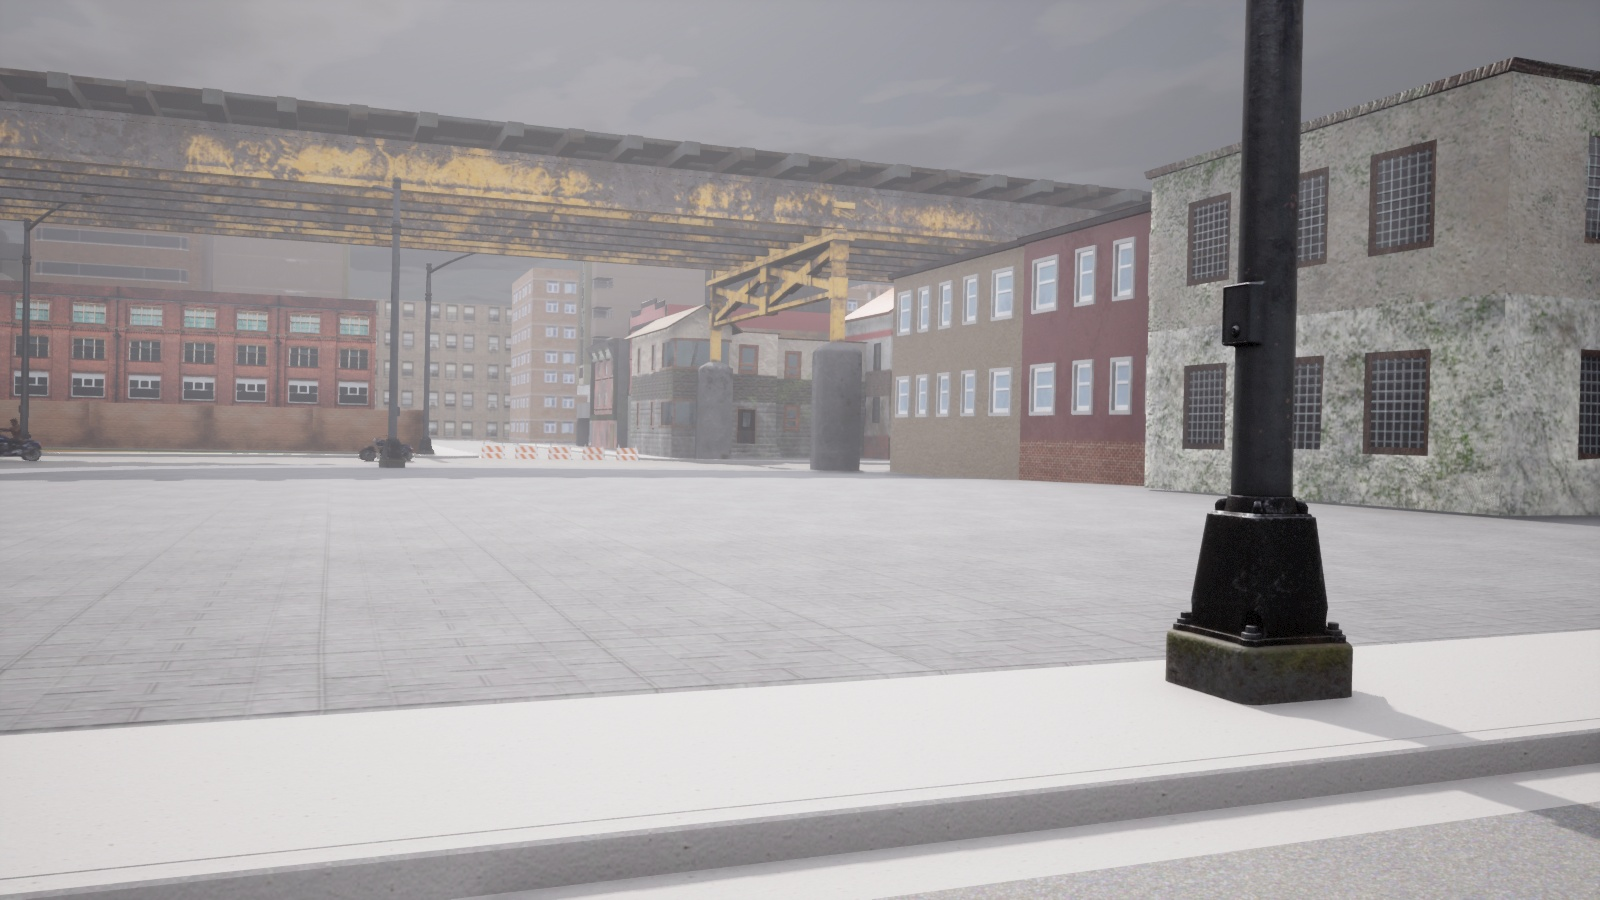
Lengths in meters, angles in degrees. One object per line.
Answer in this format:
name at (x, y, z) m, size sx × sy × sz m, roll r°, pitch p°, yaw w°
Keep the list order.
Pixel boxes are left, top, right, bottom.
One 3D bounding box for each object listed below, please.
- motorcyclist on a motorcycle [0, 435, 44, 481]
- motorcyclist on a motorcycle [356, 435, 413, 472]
motorcyclist on a motorcycle at (-29.343, 0.281, 46.354) m, size 0.766 × 1.649 × 2.350 m, roll 1°, pitch 1°, yaw 33°
motorcyclist on a motorcycle at (-18.820, 0.158, 56.885) m, size 2.350 × 1.649 × 0.766 m, roll -1°, pitch 1°, yaw -30°
